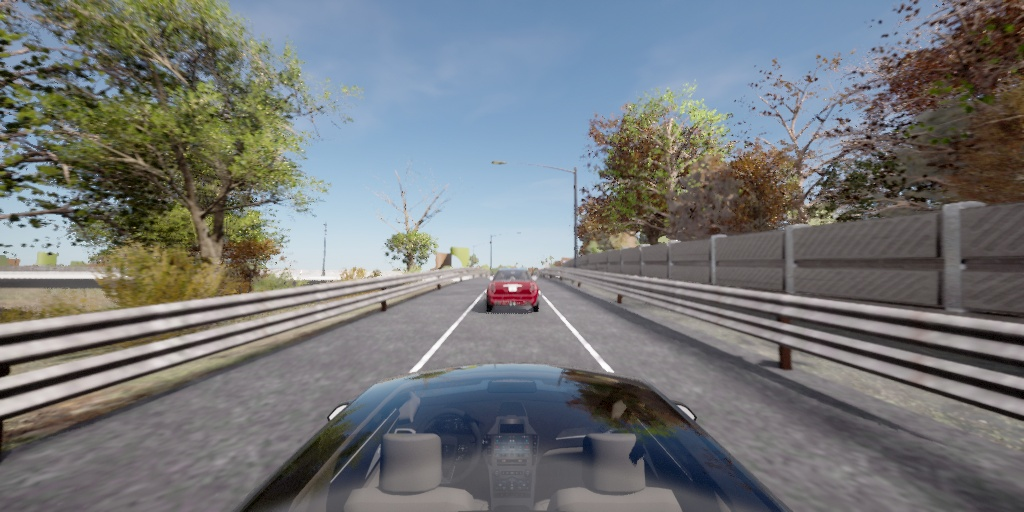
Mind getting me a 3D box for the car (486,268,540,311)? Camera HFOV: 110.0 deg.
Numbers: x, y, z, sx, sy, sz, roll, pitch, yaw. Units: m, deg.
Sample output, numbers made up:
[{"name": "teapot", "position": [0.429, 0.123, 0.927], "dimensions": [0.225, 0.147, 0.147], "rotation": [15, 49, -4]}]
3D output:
[{"name": "car", "position": [0.043, 1.300, 15.683], "dimensions": [2.097, 1.767, 4.553], "rotation": [0, -1, 0]}]
